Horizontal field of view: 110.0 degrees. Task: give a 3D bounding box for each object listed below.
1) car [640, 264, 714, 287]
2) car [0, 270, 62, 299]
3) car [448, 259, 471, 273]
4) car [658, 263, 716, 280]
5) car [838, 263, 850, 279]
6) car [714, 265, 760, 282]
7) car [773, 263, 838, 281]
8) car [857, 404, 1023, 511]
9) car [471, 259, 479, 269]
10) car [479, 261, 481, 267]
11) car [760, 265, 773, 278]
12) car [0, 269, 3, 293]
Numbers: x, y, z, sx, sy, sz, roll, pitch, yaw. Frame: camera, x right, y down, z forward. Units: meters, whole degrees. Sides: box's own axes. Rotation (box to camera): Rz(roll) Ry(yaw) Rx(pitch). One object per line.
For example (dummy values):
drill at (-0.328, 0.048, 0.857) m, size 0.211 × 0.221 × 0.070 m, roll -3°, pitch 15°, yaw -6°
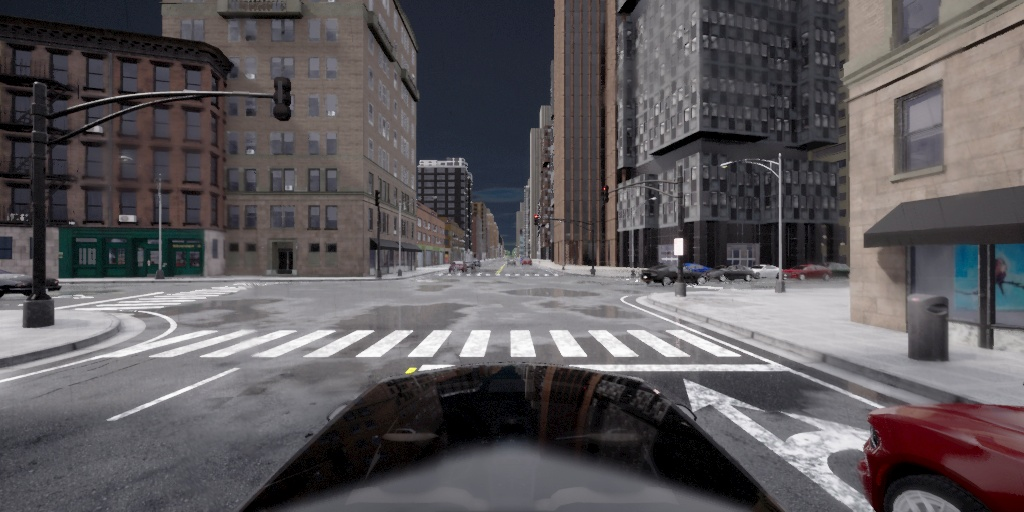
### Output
car at (11.726, 1.368, 26.005) m, size 5.008 × 1.535 × 1.882 m, roll 1°, pitch -1°, yaw -19°
car at (-22.317, 1.032, 14.448) m, size 5.357 × 1.411 × 2.033 m, roll 1°, pitch 0°, yaw -16°
car at (-6.672, 1.284, 44.709) m, size 1.812 × 1.442 × 4.674 m, roll 0°, pitch 0°, yaw 0°
car at (16.947, 1.486, 34.752) m, size 5.008 × 1.535 × 1.882 m, roll 1°, pitch 0°, yaw -16°
car at (35.018, 1.571, 39.628) m, size 4.553 × 1.767 × 2.097 m, roll 1°, pitch 0°, yaw -13°
car at (19.222, 1.514, 32.015) m, size 4.892 × 1.490 × 1.837 m, roll 1°, pitch -1°, yaw -17°
car at (28.330, 1.593, 34.605) m, size 5.008 × 1.535 × 1.882 m, roll 1°, pitch 0°, yaw -15°
car at (3.353, 1.228, 0.406) m, size 1.882 × 1.535 × 5.008 m, roll 0°, pitch 0°, yaw 0°
car at (-6.683, 1.252, 54.670) m, size 2.128 × 1.511 × 4.902 m, roll 0°, pitch 0°, yaw 0°
car at (-6.673, 1.326, 64.632) m, size 1.994 × 1.385 × 4.181 m, roll 0°, pitch 0°, yaw 0°
car at (25.984, 1.639, 37.339) m, size 4.674 × 1.442 × 1.812 m, roll 1°, pitch 0°, yaw -15°
car at (-21.029, 1.021, 11.457) m, size 5.357 × 1.411 × 2.033 m, roll 1°, pitch 0°, yaw -13°
